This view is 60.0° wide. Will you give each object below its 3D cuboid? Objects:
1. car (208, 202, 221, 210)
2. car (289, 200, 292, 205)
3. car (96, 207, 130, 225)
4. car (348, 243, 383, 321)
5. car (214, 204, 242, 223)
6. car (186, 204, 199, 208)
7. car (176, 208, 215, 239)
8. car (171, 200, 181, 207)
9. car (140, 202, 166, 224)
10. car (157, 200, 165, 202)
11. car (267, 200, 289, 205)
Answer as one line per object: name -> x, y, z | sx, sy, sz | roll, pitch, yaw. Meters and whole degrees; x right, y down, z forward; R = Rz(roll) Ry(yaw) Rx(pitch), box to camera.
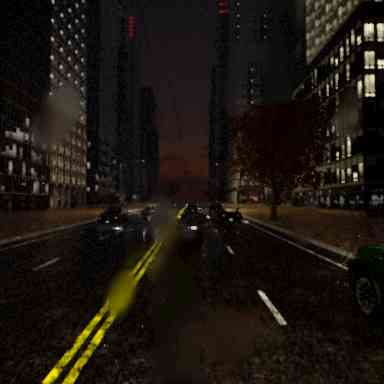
car -> 3.297, 2.195, 47.171 | 1.882, 1.535, 5.008 | 0, -1, 0
car -> 25.199, 2.673, 87.435 | 4.829, 1.417, 1.752 | -1, -1, -1
car -> -6.603, 1.981, 28.610 | 2.033, 1.411, 5.357 | 0, -1, 0
car -> 4.223, 1.294, 4.380 | 2.150, 2.045, 5.566 | 0, -1, 0
car -> 3.305, 2.062, 30.231 | 1.895, 1.301, 4.718 | 0, -1, 0
car -> 0.087, 2.132, 38.462 | 2.033, 1.411, 5.357 | 0, -1, 0
car -> 0.096, 1.857, 19.212 | 1.994, 1.385, 4.181 | 0, -1, 0
car -> -3.261, 2.451, 70.119 | 2.033, 1.411, 5.357 | 0, -1, 0
car -> -3.351, 1.931, 28.949 | 2.128, 1.511, 4.902 | 0, -1, 0
car -> -6.512, 2.454, 69.702 | 2.128, 1.511, 4.902 | 0, -1, 0
car -> 19.919, 2.484, 78.988 | 4.403, 1.369, 2.008 | -1, -1, -1
